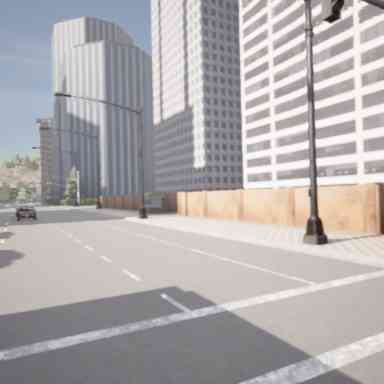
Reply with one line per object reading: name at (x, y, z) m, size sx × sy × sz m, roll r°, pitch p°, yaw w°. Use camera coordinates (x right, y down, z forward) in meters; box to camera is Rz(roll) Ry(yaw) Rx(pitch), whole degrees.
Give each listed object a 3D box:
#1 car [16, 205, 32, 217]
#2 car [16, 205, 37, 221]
car at (-23.193, 2.567, 45.938) m, size 1.812 × 1.442 × 4.674 m, roll -1°, pitch -1°, yaw -28°
car at (-18.239, 2.317, 36.779) m, size 2.128 × 1.511 × 4.902 m, roll -1°, pitch -1°, yaw -28°
